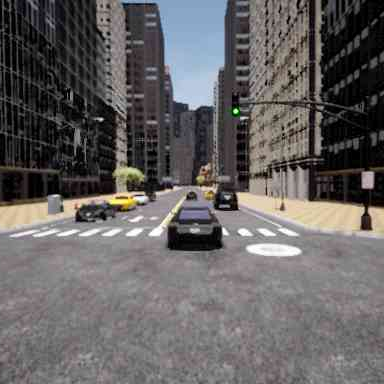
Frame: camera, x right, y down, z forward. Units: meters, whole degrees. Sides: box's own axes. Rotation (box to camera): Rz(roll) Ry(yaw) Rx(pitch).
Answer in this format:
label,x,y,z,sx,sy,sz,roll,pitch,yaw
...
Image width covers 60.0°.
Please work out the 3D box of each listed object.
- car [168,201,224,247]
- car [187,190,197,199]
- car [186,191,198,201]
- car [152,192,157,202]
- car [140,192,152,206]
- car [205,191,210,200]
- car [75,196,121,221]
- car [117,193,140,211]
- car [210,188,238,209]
label,x,y,z,sx,sy,sz,roll,pitch,yaw
car,0.103,1.257,13.360,1.994,1.385,4.181,0,0,0
car,-0.026,0.456,64.414,1.882,1.535,5.008,0,1,0
car,-0.022,0.638,54.356,1.837,1.490,4.892,0,1,0
car,-6.522,0.720,51.728,1.837,1.490,4.892,0,1,0
car,-6.548,0.895,41.529,1.812,1.442,4.674,0,1,1
car,3.274,0.522,58.717,1.882,1.535,5.008,0,1,1
car,-6.602,1.208,23.155,1.994,1.385,4.181,0,1,0
car,-6.598,0.989,32.081,1.882,1.535,5.008,0,1,0
car,3.333,0.643,33.746,2.150,2.045,5.566,0,1,0
